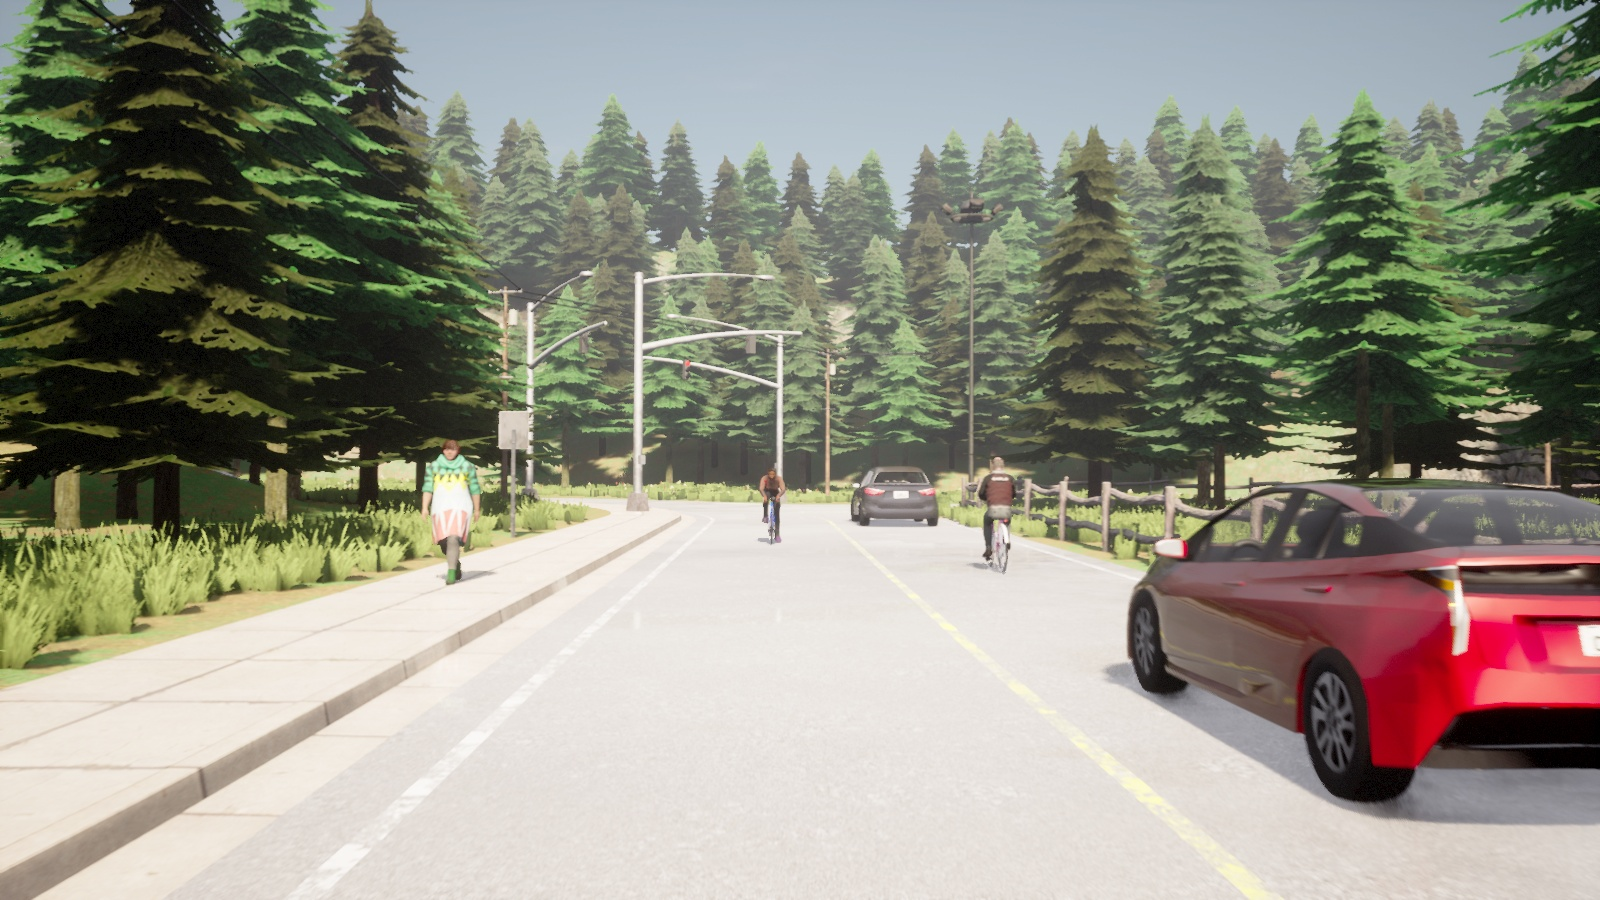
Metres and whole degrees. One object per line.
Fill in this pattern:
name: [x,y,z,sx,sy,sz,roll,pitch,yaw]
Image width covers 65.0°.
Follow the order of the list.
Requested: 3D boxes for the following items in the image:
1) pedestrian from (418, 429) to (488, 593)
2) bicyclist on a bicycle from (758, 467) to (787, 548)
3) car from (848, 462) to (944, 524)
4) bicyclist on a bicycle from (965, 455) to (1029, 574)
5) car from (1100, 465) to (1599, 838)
pedestrian: [-4.263,0.735,15.481,0.659,1.952,0.873,0,-1,-3]
bicyclist on a bicycle: [-0.581,1.174,26.203,0.582,1.620,1.656,0,-1,-1]
car: [2.679,1.204,36.201,2.242,1.667,4.611,0,-1,-2]
bicyclist on a bicycle: [3.070,0.978,19.714,0.659,1.776,1.843,0,-1,-1]
car: [3.374,0.863,7.438,2.007,1.525,4.514,0,-1,-1]
